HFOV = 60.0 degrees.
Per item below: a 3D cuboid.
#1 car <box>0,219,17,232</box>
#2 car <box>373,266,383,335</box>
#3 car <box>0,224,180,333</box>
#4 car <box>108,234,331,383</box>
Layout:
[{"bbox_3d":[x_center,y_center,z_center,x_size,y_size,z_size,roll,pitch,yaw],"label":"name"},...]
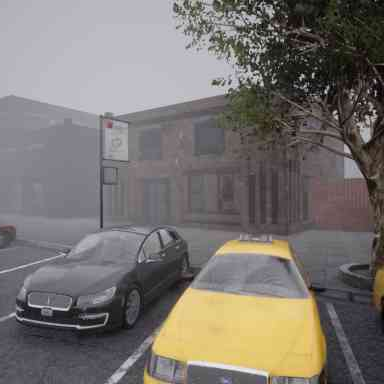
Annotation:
[{"bbox_3d":[-8.741,1.528,12.359,2.002,1.452,4.674,1,-1,16],"label":"car"},{"bbox_3d":[3.405,1.480,3.442,1.946,1.575,5.366,1,-1,16],"label":"car"},{"bbox_3d":[-1.424,1.487,7.117,2.231,1.521,4.892,1,-1,16],"label":"car"},{"bbox_3d":[0.962,1.480,5.186,1.946,1.575,5.366,1,-1,16],"label":"car"}]
